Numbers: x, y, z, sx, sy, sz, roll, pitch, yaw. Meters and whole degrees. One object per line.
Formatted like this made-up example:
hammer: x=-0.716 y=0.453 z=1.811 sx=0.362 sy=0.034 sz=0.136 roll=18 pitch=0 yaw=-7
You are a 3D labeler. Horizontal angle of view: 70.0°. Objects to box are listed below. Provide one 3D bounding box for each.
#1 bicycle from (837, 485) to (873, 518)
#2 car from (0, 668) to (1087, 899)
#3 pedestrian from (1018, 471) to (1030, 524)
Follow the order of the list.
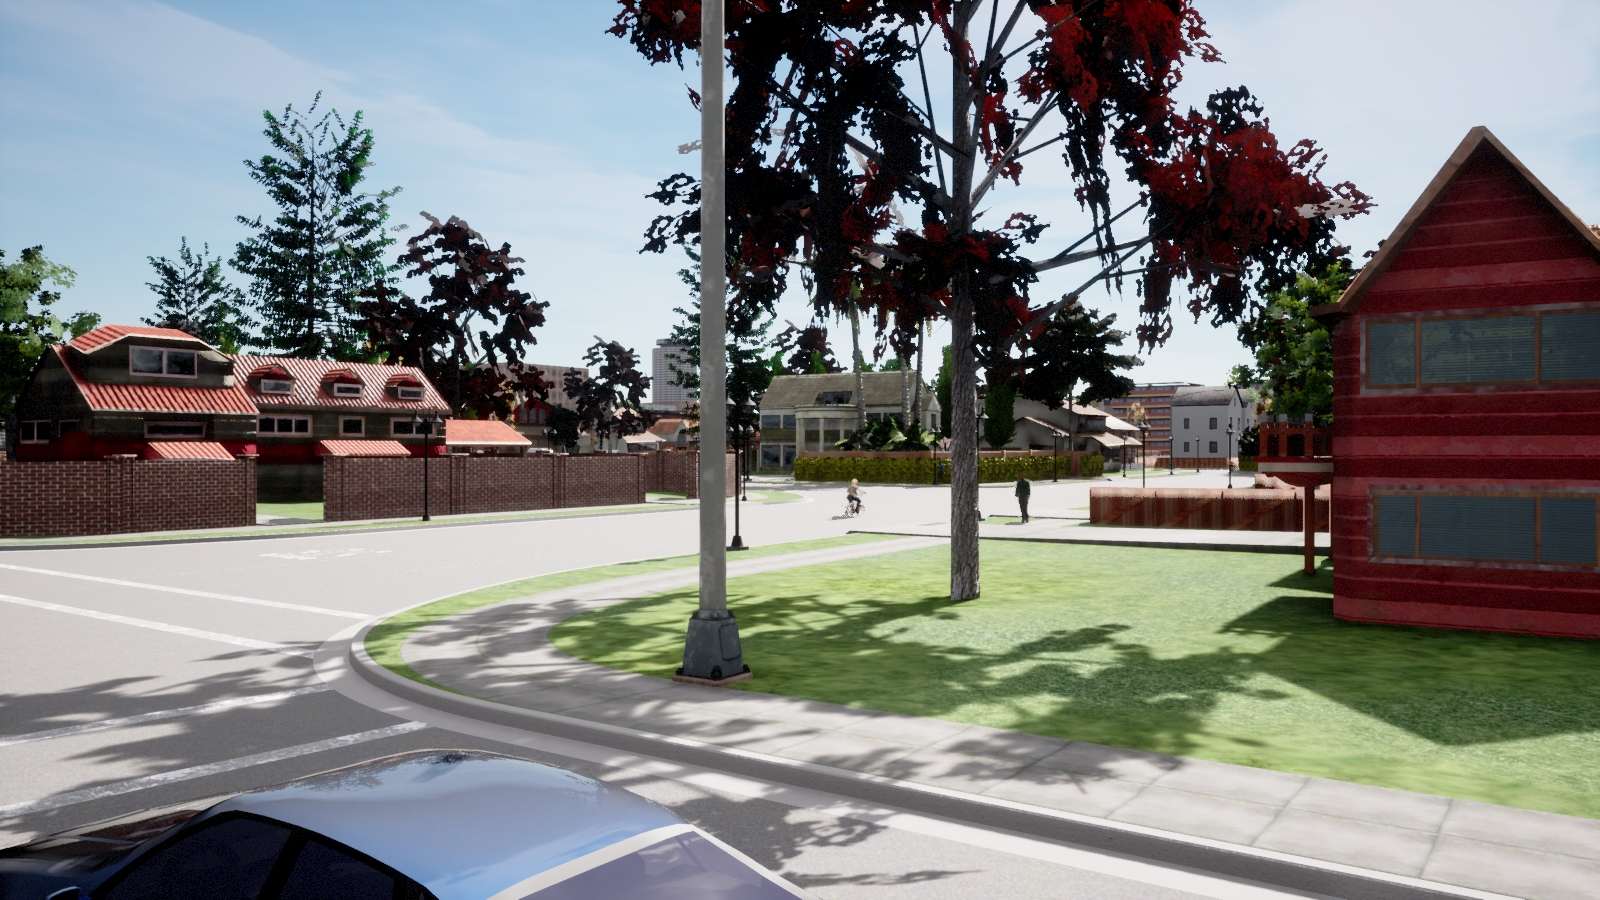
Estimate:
bicycle: x=2.306 y=2.145 z=47.496 sx=0.859 sy=1.301 sz=1.487 roll=0 pitch=0 yaw=34
car: x=-1.713 y=2.106 z=4.943 sx=5.357 sy=1.411 sz=2.033 roll=0 pitch=0 yaw=36
pedestrian: x=8.028 y=1.704 z=40.945 sx=0.375 sy=1.860 sz=0.375 roll=0 pitch=0 yaw=23
